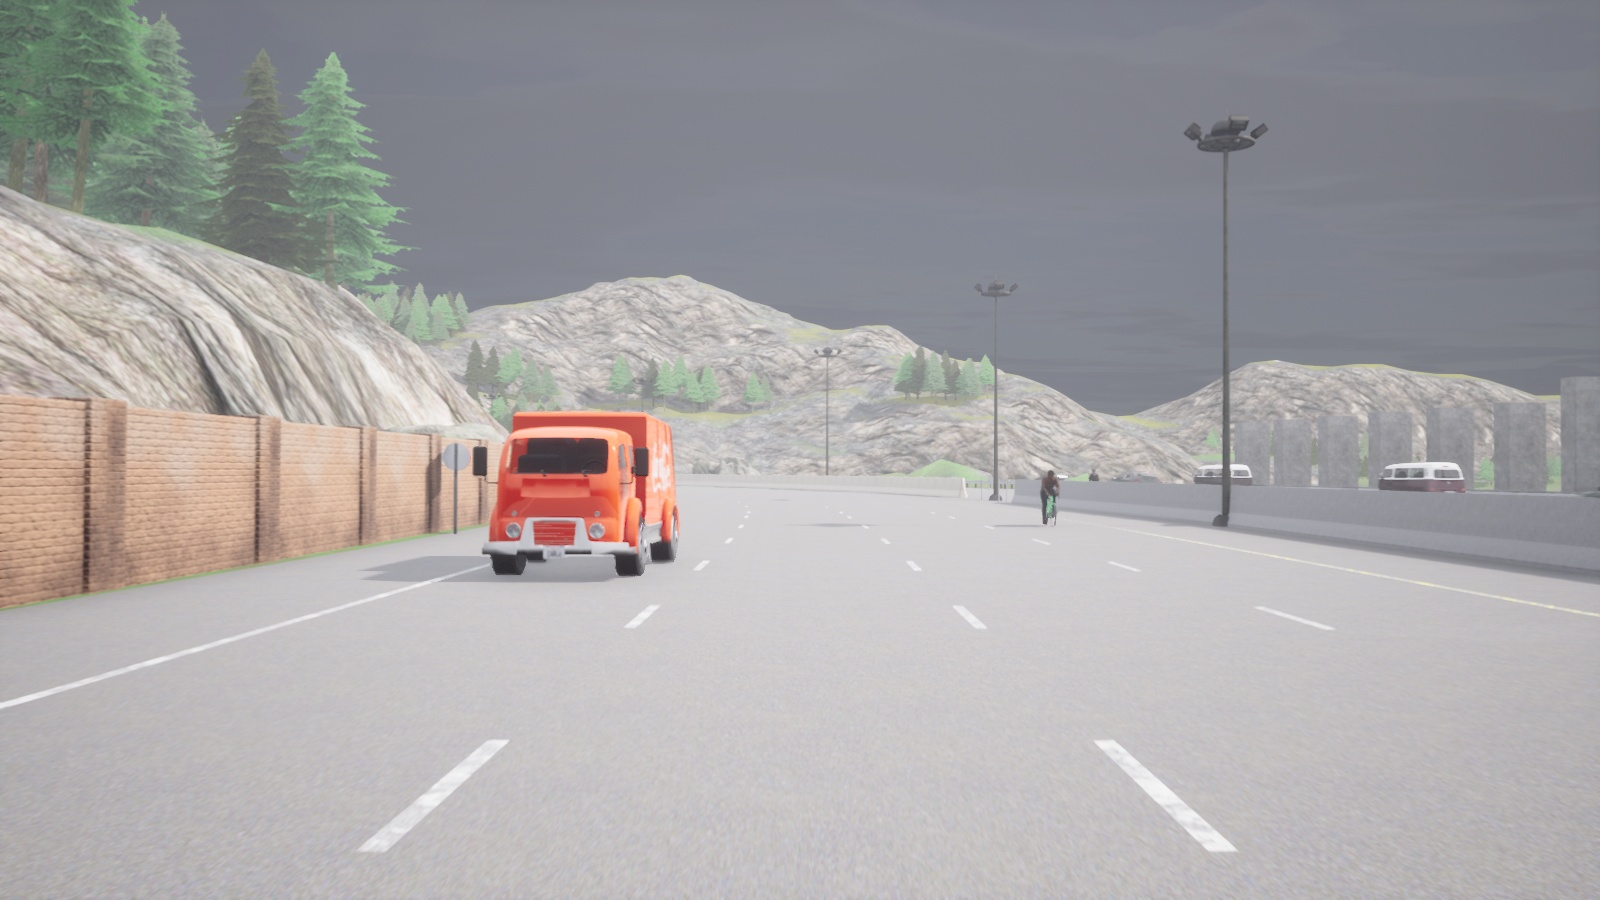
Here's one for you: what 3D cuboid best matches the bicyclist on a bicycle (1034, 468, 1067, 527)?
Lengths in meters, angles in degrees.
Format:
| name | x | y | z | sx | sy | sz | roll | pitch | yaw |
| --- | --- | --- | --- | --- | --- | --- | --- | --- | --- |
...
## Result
| name | x | y | z | sx | sy | sz | roll | pitch | yaw |
| --- | --- | --- | --- | --- | --- | --- | --- | --- | --- |
| bicyclist on a bicycle | 7.104 | 1.337 | 35.643 | 0.582 | 1.620 | 1.656 | 0 | -1 | -1 |

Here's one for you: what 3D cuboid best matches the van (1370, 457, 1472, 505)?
| name | x | y | z | sx | sy | sz | roll | pitch | yaw |
| --- | --- | --- | --- | --- | --- | --- | --- | --- | --- |
| van | 27.457 | 1.363 | 55.704 | 2.069 | 2.038 | 4.480 | 0 | -1 | -4 |

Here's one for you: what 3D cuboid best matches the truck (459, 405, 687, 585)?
| name | x | y | z | sx | sy | sz | roll | pitch | yaw |
| --- | --- | --- | --- | --- | --- | --- | --- | --- | --- |
| truck | -3.362 | 0.678 | 19.890 | 2.627 | 2.467 | 5.204 | 0 | -1 | 1 |

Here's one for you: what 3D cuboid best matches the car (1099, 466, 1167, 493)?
| name | x | y | z | sx | sy | sz | roll | pitch | yaw |
| --- | --- | --- | --- | --- | --- | --- | --- | --- | --- |
| car | 20.896 | 1.836 | 79.082 | 2.152 | 1.651 | 5.027 | 0 | -1 | -11 |

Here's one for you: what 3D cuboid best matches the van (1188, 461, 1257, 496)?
| name | x | y | z | sx | sy | sz | roll | pitch | yaw |
| --- | --- | --- | --- | --- | --- | --- | --- | --- | --- |
| van | 25.187 | 1.697 | 75.000 | 2.069 | 2.038 | 4.480 | 0 | -1 | -9 |
